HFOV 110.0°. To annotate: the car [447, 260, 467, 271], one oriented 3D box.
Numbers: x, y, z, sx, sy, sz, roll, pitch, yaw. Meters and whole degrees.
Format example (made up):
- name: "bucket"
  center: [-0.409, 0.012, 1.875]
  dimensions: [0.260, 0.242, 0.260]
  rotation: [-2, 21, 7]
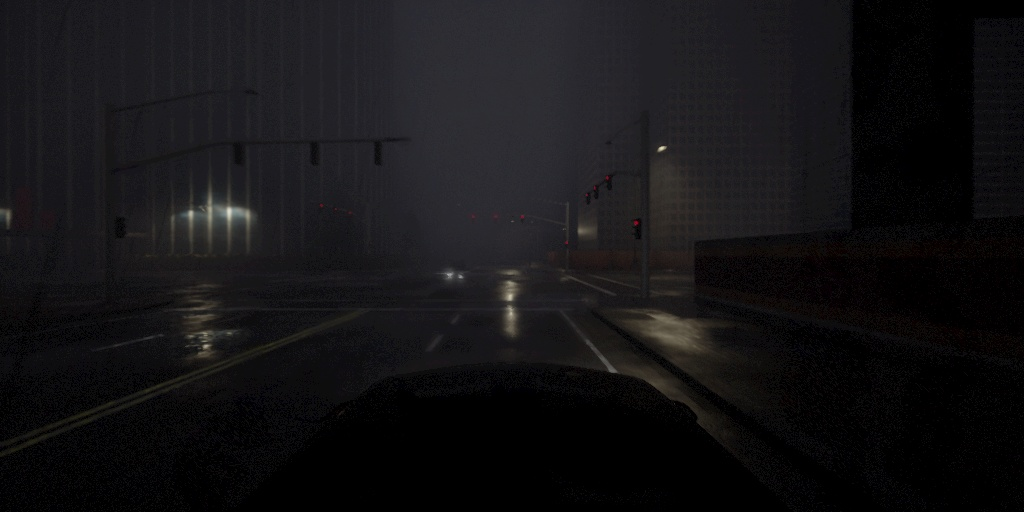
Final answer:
- name: "car"
  center: [-7.010, 1.214, 45.884]
  dimensions: [1.895, 1.301, 4.718]
  rotation: [0, 0, 0]
